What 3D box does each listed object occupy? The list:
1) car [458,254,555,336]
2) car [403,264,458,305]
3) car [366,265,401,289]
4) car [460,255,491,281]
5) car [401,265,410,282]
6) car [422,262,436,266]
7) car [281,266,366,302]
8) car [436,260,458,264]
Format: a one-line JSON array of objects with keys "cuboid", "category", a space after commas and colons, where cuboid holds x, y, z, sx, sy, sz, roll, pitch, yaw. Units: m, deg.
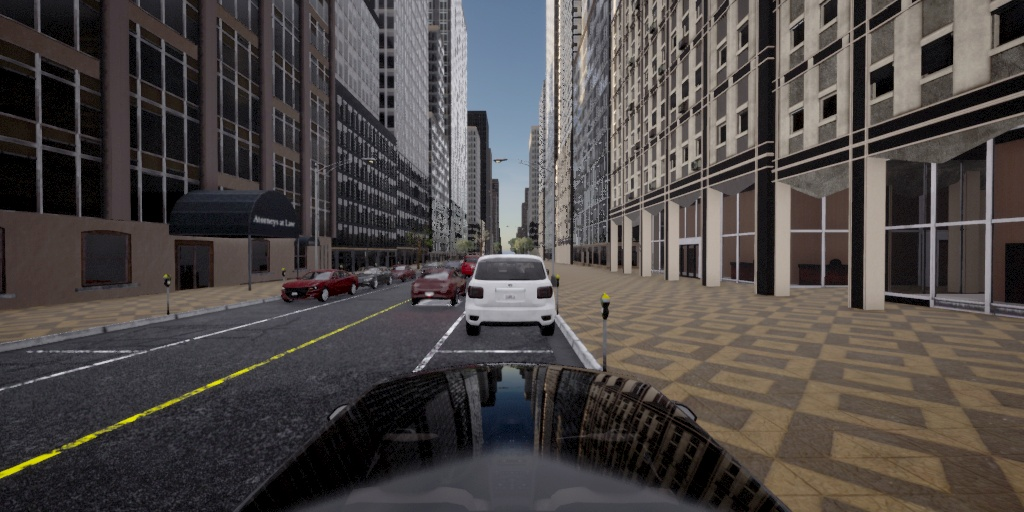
[{"cuboid": [-0.039, 0.976, 10.531, 2.150, 2.045, 5.566, 0, 0, 0], "category": "car"}, {"cuboid": [-3.148, 1.273, 15.961, 1.812, 1.442, 4.674, 0, 0, 0], "category": "car"}, {"cuboid": [-8.838, 1.297, 22.523, 2.007, 1.370, 4.403, 0, 0, 0], "category": "car"}, {"cuboid": [-3.050, 0.967, 31.272, 2.150, 2.045, 5.566, 0, 0, 0], "category": "car"}, {"cuboid": [-8.837, 1.327, 28.206, 1.802, 1.307, 4.207, 0, 0, 0], "category": "car"}, {"cuboid": [-8.837, 1.293, 39.574, 2.007, 1.370, 4.403, 0, 0, 0], "category": "car"}, {"cuboid": [-8.837, 1.292, 16.839, 1.888, 1.381, 4.507, 0, 0, 0], "category": "car"}, {"cuboid": [-6.231, 1.291, 38.118, 2.033, 1.411, 5.357, 0, 0, 0], "category": "car"}]
